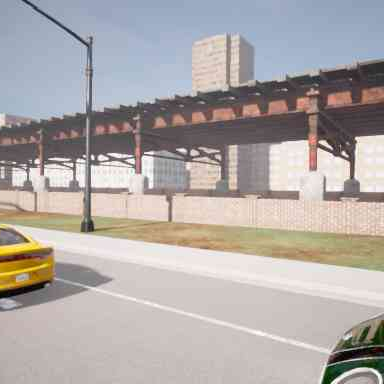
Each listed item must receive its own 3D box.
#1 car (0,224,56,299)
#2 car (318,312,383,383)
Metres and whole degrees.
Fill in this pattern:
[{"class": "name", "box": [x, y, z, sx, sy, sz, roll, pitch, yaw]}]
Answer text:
[{"class": "car", "box": [-5.221, 1.452, 7.723, 5.008, 1.535, 1.882, 0, 0, 36]}, {"class": "car", "box": [3.065, 1.353, 1.805, 4.553, 1.767, 2.097, 0, 0, 36]}]
